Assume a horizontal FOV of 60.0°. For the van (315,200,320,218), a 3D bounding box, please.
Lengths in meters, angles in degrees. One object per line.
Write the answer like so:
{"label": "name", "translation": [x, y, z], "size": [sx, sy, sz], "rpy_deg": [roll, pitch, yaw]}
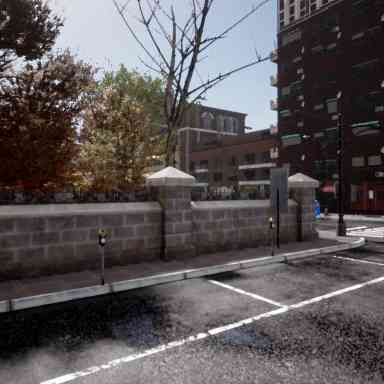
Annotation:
{"label": "van", "translation": [10.496, 1.647, 32.597], "size": [1.690, 1.788, 3.998], "rpy_deg": [-1, 0, -36]}
